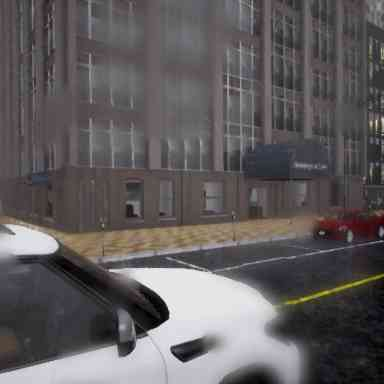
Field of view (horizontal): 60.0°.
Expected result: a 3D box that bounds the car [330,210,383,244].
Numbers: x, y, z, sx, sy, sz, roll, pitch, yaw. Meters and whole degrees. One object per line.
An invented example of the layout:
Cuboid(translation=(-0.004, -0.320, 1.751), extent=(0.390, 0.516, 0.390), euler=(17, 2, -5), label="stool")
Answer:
Cuboid(translation=(7.474, 1.541, 15.764), extent=(4.507, 1.381, 1.887), euler=(0, -1, -35), label="car")

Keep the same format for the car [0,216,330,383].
Cuboid(translation=(-1.681, 1.216, 2.235), extent=(5.566, 2.045, 2.150), euler=(0, 0, -36), label="car")
